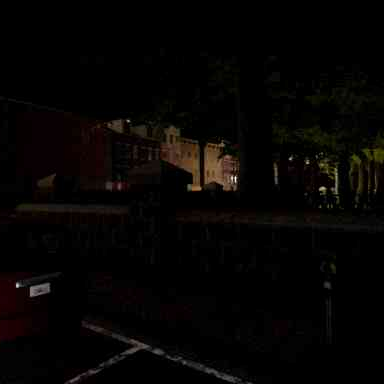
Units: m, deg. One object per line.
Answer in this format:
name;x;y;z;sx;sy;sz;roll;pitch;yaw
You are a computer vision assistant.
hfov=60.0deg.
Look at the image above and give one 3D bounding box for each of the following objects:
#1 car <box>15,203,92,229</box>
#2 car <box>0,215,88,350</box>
car;-9.395;1.583;22.935;1.812;1.442;4.674;-1;-1;35
car;-3.860;1.318;5.588;5.009;1.841;2.192;0;-1;36
